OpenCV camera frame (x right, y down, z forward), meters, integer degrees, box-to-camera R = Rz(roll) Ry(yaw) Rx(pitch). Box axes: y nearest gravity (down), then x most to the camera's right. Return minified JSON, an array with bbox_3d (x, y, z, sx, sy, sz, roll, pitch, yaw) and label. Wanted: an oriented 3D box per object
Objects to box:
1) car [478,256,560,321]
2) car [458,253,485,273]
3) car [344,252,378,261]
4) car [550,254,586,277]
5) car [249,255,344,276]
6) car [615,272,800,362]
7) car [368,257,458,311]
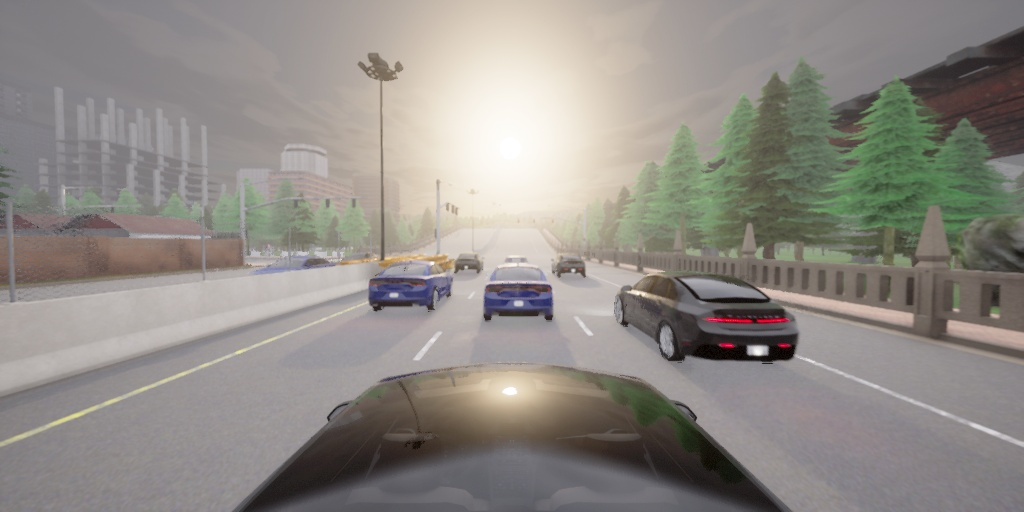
[{"bbox_3d":[0.175,0.943,11.224,1.882,1.535,5.008,0,2,0],"label":"car"},{"bbox_3d":[-3.225,0.477,27.558,1.837,1.490,4.892,0,1,0],"label":"car"},{"bbox_3d":[-13.759,0.366,32.658,1.837,1.490,4.892,0,2,0],"label":"car"},{"bbox_3d":[3.779,0.577,24.413,1.837,1.490,4.892,0,1,0],"label":"car"},{"bbox_3d":[-10.469,0.745,17.500,1.882,1.535,5.008,0,2,1],"label":"car"},{"bbox_3d":[3.647,1.078,7.703,1.837,1.490,4.892,0,2,0],"label":"car"},{"bbox_3d":[-3.315,0.899,12.585,1.882,1.535,5.008,0,1,0],"label":"car"}]
